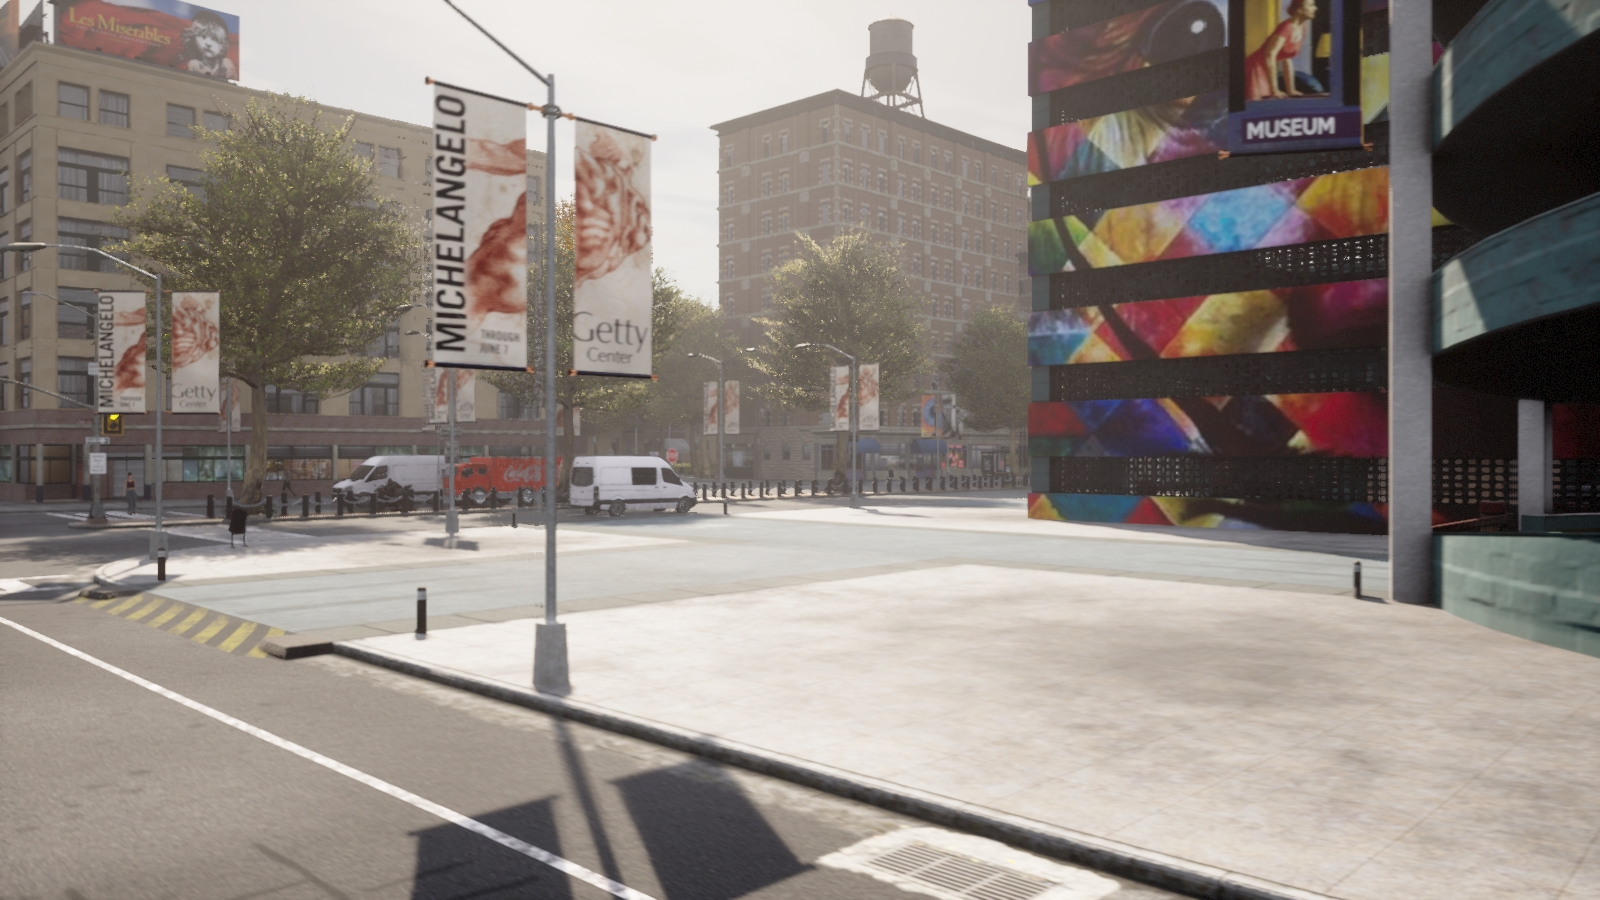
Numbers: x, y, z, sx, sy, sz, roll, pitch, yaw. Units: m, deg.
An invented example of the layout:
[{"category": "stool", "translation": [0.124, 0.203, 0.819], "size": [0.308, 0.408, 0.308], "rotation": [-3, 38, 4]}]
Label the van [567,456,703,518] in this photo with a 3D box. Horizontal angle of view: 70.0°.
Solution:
[{"category": "van", "translation": [-7.154, 1.548, 50.009], "size": [1.988, 2.561, 5.915], "rotation": [0, 0, 44]}]

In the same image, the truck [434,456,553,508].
[{"category": "truck", "translation": [-15.488, 1.579, 57.906], "size": [2.627, 2.467, 5.204], "rotation": [0, 0, 44]}]

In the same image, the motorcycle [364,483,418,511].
[{"category": "motorcycle", "translation": [-19.297, 2.217, 53.944], "size": [0.867, 1.251, 2.209], "rotation": [0, 0, 44]}]

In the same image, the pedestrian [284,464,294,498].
[{"category": "pedestrian", "translation": [-28.439, 1.710, 63.574], "size": [0.375, 1.860, 0.375], "rotation": [0, 0, -41]}]

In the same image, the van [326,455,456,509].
[{"category": "van", "translation": [-20.565, 1.547, 57.667], "size": [1.988, 2.561, 5.915], "rotation": [0, 0, 44]}]

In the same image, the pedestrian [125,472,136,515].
[{"category": "pedestrian", "translation": [-28.682, 1.856, 48.947], "size": [0.375, 1.860, 0.375], "rotation": [0, 0, -40]}]
